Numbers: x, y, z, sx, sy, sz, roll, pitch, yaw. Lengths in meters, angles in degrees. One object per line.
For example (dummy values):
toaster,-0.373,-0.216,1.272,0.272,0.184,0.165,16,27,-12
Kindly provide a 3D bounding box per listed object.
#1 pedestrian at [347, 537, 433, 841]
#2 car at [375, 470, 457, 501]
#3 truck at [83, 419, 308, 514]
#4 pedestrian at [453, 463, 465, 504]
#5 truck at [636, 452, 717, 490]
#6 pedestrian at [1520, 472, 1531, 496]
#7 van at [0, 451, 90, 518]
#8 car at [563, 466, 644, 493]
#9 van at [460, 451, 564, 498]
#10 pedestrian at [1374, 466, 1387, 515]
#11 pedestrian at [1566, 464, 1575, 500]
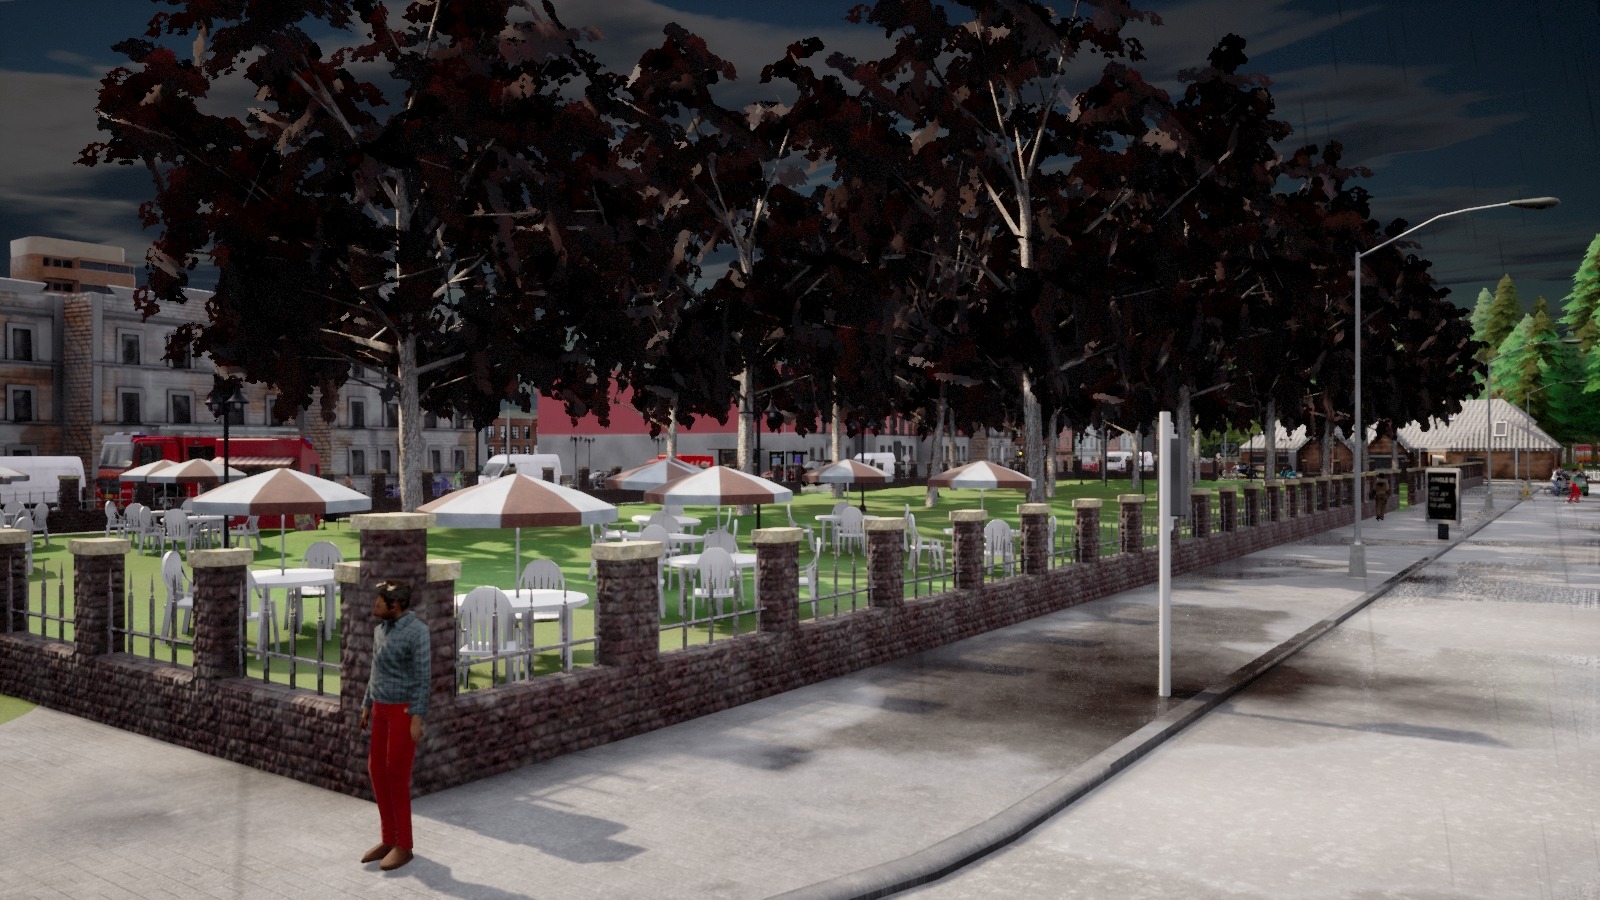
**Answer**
pedestrian,-2.655,1.517,7.406,0.375,1.860,0.375,0,0,36
car,-20.045,1.818,59.739,1.845,1.501,3.633,0,0,35
truck,-26.598,0.670,50.778,2.891,3.827,8.468,0,0,35
pedestrian,-15.559,1.523,52.082,0.375,1.860,0.375,0,0,34
truck,-8.233,1.348,76.671,2.627,2.467,5.204,0,0,35
pedestrian,39.315,1.852,61.949,0.375,1.300,0.375,0,0,-32
van,-31.021,1.314,44.007,1.988,2.561,5.915,0,0,35
car,-12.166,1.814,71.050,2.097,1.535,5.006,0,0,35
van,-16.329,1.314,65.083,1.988,2.561,5.915,0,0,35
pedestrian,21.908,1.525,43.109,0.375,1.860,0.375,0,0,35
pedestrian,39.359,1.628,58.374,0.375,1.860,0.375,0,0,32
